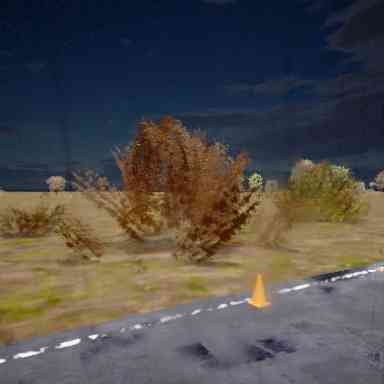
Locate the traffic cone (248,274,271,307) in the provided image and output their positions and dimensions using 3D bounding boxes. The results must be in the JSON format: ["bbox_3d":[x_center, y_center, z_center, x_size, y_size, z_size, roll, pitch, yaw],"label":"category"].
[{"bbox_3d":[1.367,1.962,6.727,0.340,0.580,0.340,0,0,-34],"label":"traffic cone"}]

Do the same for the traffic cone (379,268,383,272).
[{"bbox_3d":[5.609,1.979,9.497,0.340,0.580,0.340,0,0,-32],"label":"traffic cone"}]
